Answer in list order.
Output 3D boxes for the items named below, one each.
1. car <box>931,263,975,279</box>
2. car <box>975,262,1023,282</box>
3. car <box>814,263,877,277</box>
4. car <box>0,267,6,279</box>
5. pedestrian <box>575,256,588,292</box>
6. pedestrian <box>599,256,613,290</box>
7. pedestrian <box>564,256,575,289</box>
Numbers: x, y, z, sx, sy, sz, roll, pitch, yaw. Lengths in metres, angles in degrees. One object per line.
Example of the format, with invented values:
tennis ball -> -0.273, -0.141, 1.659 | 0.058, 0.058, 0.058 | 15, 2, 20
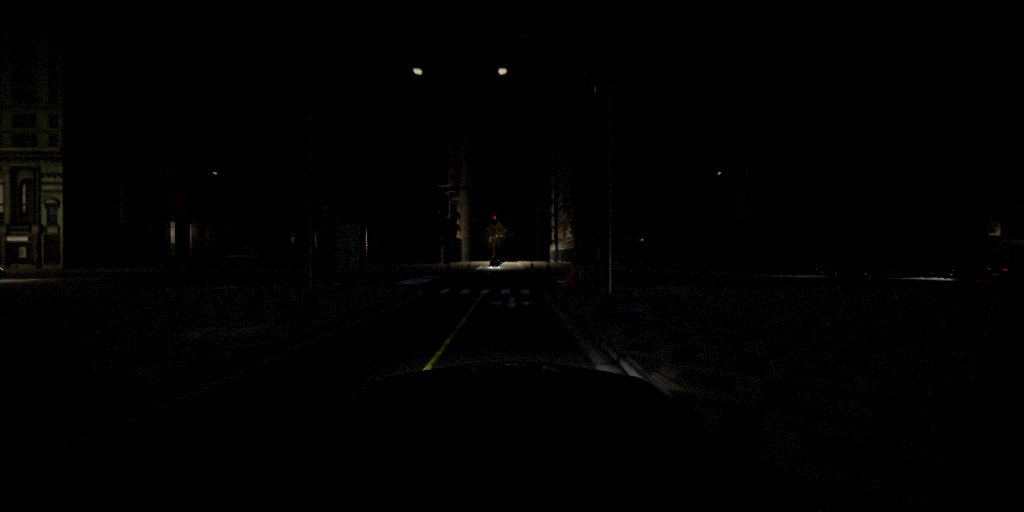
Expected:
car -> 40.258, 1.326, 31.937 | 4.181, 1.385, 1.994 | 0, 0, 1
car -> 40.983, 1.264, 28.580 | 4.902, 1.511, 2.128 | 0, 0, 1
car -> 32.693, 1.341, 35.237 | 4.718, 1.301, 1.895 | 0, 0, 0
car -> -44.036, 1.060, 28.822 | 4.553, 1.767, 2.097 | 0, 0, 1
pedestrian -> 3.520, 0.872, 18.171 | 0.375, 1.860, 0.375 | 0, 0, 0
pedestrian -> 4.906, 0.882, 18.771 | 0.375, 1.860, 0.375 | 0, 0, 0
pedestrian -> 3.184, 0.872, 19.371 | 0.375, 1.860, 0.375 | 0, 0, 0
